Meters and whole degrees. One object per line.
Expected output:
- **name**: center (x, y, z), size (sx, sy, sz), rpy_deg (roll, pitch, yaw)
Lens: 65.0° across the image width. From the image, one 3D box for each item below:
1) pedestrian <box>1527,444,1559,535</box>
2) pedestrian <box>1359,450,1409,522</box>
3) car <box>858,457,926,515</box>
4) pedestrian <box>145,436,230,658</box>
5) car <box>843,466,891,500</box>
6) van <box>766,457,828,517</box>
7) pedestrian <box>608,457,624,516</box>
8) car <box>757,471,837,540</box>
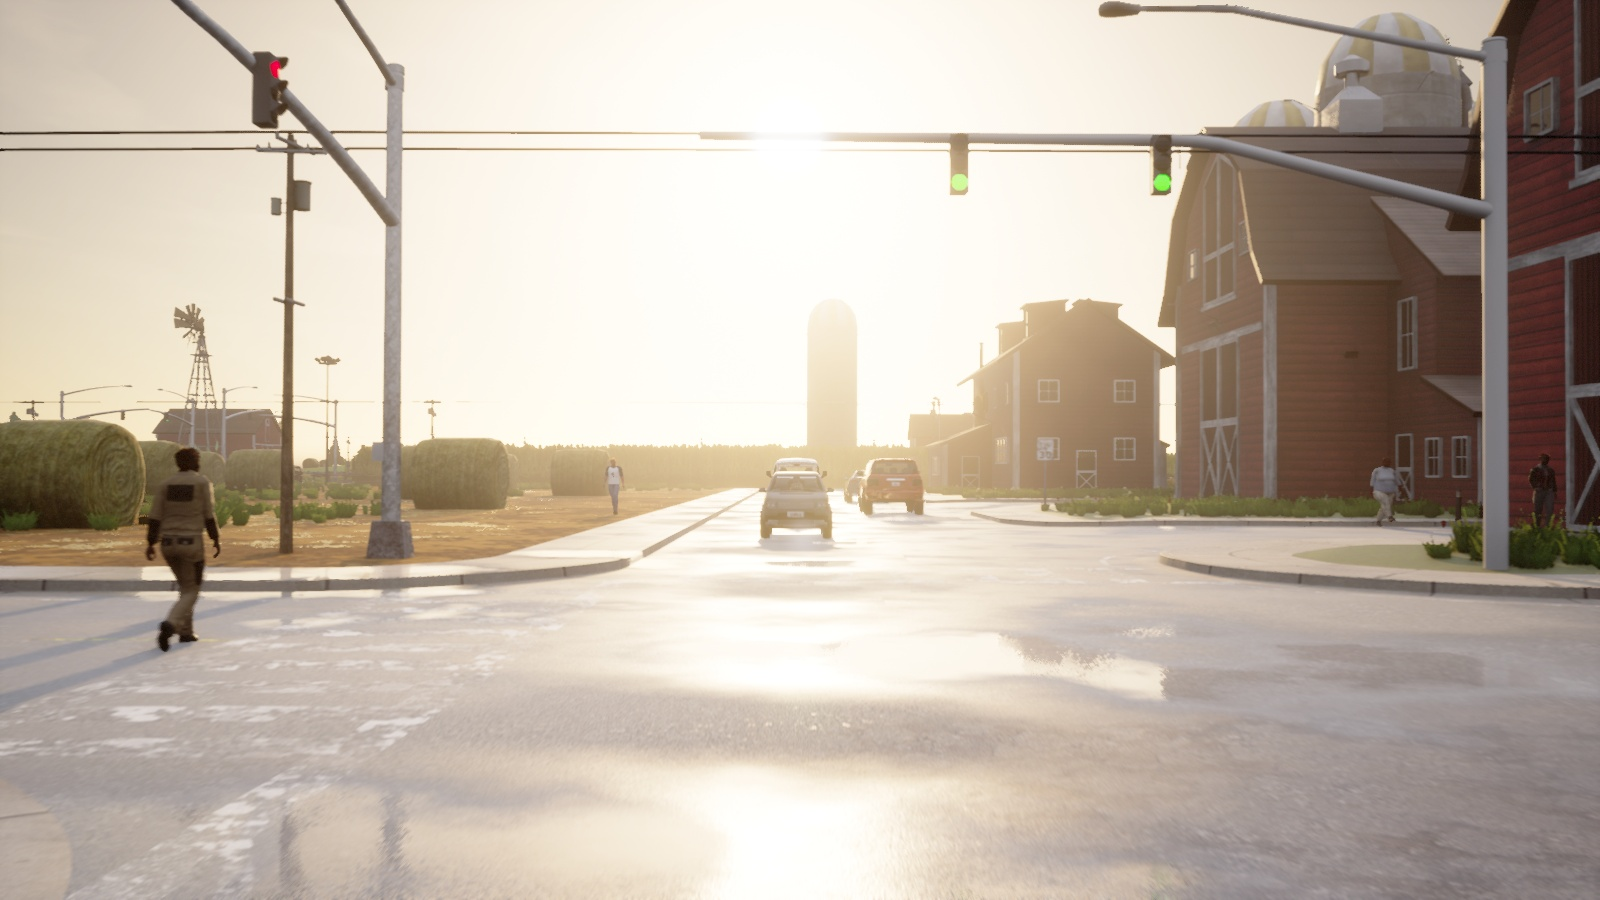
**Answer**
- **pedestrian**: center (15.916, 0.845, 26.920), size (0.402, 1.930, 0.666), rpy_deg (0, -1, 15)
- **pedestrian**: center (15.267, 0.946, 32.848), size (0.874, 1.855, 0.900), rpy_deg (0, -1, -1)
- **car**: center (3.385, 1.308, 47.223), size (2.150, 2.045, 5.566), rpy_deg (0, -1, 0)
- **pedestrian**: center (-5.477, 0.847, 11.255), size (0.396, 1.930, 0.692), rpy_deg (0, -1, 2)
- **car**: center (3.346, 1.641, 63.367), size (2.152, 1.651, 5.027), rpy_deg (0, -1, 0)
- **van**: center (-0.109, 1.289, 44.792), size (2.069, 2.038, 4.480), rpy_deg (0, -1, 0)
- **pedestrian**: center (-5.753, 1.137, 39.250), size (0.354, 1.836, 0.706), rpy_deg (0, -1, 3)
- **car**: center (-0.074, 1.298, 30.309), size (1.789, 1.549, 3.705), rpy_deg (0, -1, 0)
